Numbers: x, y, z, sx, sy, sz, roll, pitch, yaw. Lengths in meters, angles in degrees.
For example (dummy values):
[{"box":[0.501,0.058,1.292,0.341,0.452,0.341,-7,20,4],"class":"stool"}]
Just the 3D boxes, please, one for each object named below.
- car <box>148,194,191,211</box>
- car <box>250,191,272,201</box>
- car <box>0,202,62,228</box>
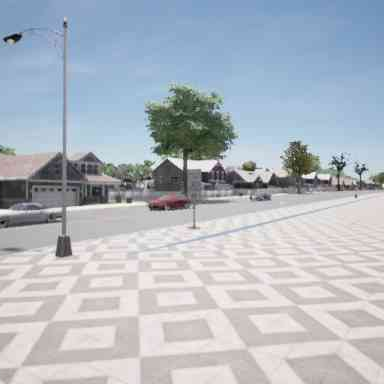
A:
[{"box":[-2.108,0.941,31.922,1.882,1.535,5.008,1,1,35],"class":"car"},{"box":[10.191,0.573,49.229,2.128,1.511,4.902,1,1,35],"class":"car"},{"box":[-10.326,1.334,20.243,1.895,1.301,4.718,1,1,35],"class":"car"}]
